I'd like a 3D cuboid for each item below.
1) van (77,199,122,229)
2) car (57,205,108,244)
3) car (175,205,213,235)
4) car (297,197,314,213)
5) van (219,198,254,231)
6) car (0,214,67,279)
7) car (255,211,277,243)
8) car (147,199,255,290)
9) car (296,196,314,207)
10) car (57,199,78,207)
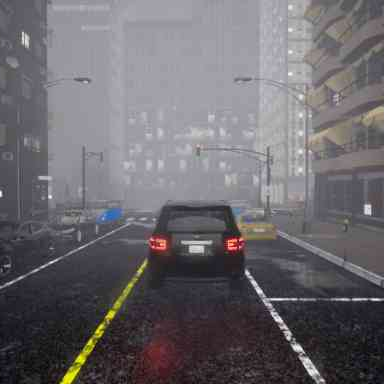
[{"bbox_3d":[-5.638,1.336,21.234,1.690,1.788,3.998,-1,0,0],"label":"van"},{"bbox_3d":[-5.652,1.547,15.632,2.008,1.369,4.403,-1,0,0],"label":"car"},{"bbox_3d":[0.126,1.560,19.525,1.994,1.385,4.181,0,0,1],"label":"car"},{"bbox_3d":[14.928,1.582,37.875,4.674,1.442,1.812,0,1,-1],"label":"car"},{"bbox_3d":[2.742,1.336,21.179,1.690,1.788,3.998,-1,0,0],"label":"van"},{"bbox_3d":[-5.669,1.563,10.030,1.947,1.339,4.313,-1,0,0],"label":"car"},{"bbox_3d":[2.728,1.522,15.748,1.752,1.417,4.829,-1,0,0],"label":"car"},{"bbox_3d":[0.107,1.219,9.230,2.150,2.045,5.566,0,0,0],"label":"car"},{"bbox_3d":[15.362,1.337,40.471,5.009,1.841,2.192,0,1,1],"label":"car"},{"bbox_3d":[-11.572,1.460,34.635,4.902,1.511,2.128,0,1,6],"label":"car"}]
